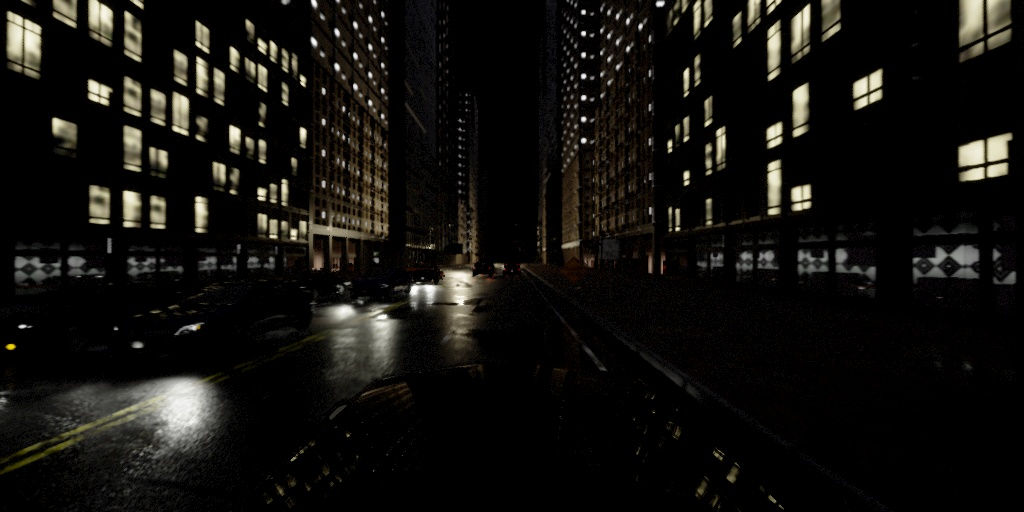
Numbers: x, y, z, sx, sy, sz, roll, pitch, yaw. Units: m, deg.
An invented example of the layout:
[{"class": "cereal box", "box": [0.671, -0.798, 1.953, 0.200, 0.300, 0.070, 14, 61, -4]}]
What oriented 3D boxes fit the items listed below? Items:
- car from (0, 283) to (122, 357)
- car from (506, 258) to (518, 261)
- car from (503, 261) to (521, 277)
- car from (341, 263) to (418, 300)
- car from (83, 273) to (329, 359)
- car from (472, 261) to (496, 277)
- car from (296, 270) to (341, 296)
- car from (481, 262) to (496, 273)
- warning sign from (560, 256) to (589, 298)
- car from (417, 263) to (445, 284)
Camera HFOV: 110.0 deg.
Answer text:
[{"class": "car", "box": [-9.850, 1.349, 8.513, 1.994, 1.385, 4.181, 0, 0, 0]}, {"class": "car", "box": [0.002, 1.290, 49.692, 2.150, 2.045, 5.566, 0, 0, 0]}, {"class": "car", "box": [0.001, 1.551, 39.483, 1.994, 1.385, 4.181, 0, 0, 0]}, {"class": "car", "box": [-6.598, 1.321, 18.523, 1.882, 1.535, 5.008, 0, 0, 0]}, {"class": "car", "box": [-6.598, 1.312, 8.649, 1.812, 1.442, 4.674, 0, 0, 0]}, {"class": "car", "box": [-3.144, 1.337, 39.324, 2.097, 1.767, 4.553, 0, 0, -1]}, {"class": "car", "box": [-9.841, 1.400, 17.422, 1.994, 1.385, 4.181, 0, 0, 0]}, {"class": "car", "box": [-3.226, 1.594, 49.911, 1.812, 1.442, 4.674, 0, 0, 0]}, {"class": "warning sign", "box": [2.851, 0.949, 16.467, 1.300, 1.860, 1.060, 0, 0, 0]}, {"class": "car", "box": [-6.586, 1.472, 28.501, 1.994, 1.385, 4.181, 0, 0, 1]}]
